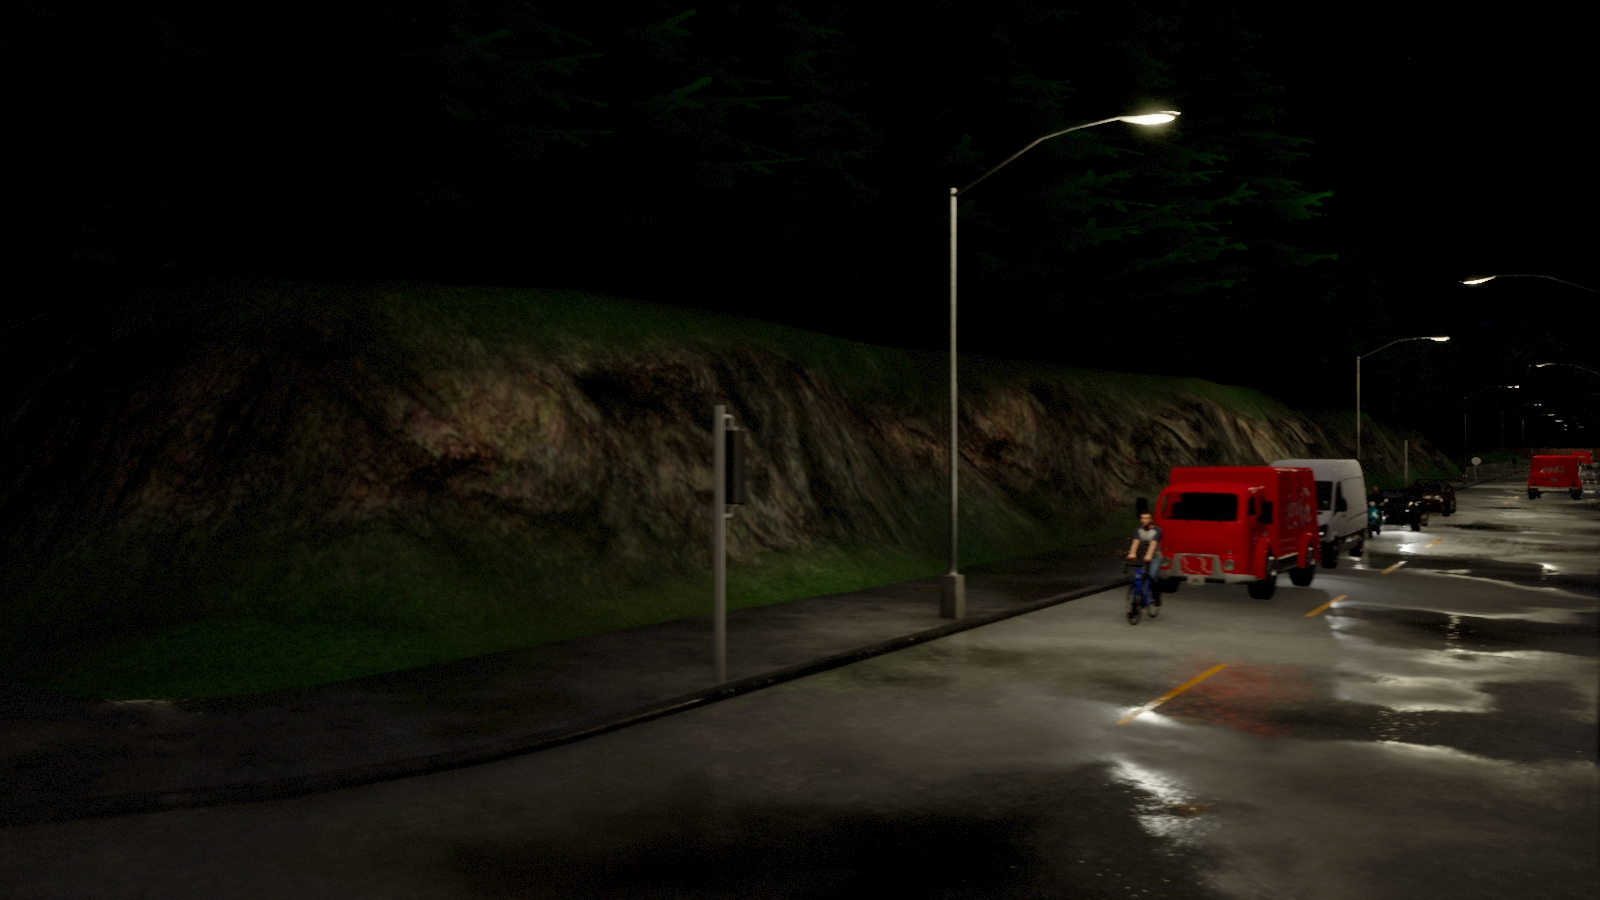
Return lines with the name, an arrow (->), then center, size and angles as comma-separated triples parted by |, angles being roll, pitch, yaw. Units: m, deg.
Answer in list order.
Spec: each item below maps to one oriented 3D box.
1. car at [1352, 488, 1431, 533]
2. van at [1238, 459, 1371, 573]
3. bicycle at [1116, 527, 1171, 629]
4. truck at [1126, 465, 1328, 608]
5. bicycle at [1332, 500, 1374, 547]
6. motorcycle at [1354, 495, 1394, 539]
car -> 21.329, 2.119, 41.109 | 1.994, 1.385, 4.181 | 0, 0, 35
van -> 12.981, 1.535, 29.160 | 1.988, 2.561, 5.915 | 0, 0, 35
bicycle -> 5.625, 2.056, 18.668 | 0.373, 1.496, 1.643 | 0, 0, 35
truck -> 8.786, 1.569, 23.181 | 2.627, 2.467, 5.204 | 0, 0, 35
bicycle -> 16.401, 2.158, 33.857 | 0.859, 1.276, 1.487 | 0, 0, 36
motorcycle -> 18.536, 2.142, 36.893 | 0.856, 1.316, 1.805 | 0, 0, 36
